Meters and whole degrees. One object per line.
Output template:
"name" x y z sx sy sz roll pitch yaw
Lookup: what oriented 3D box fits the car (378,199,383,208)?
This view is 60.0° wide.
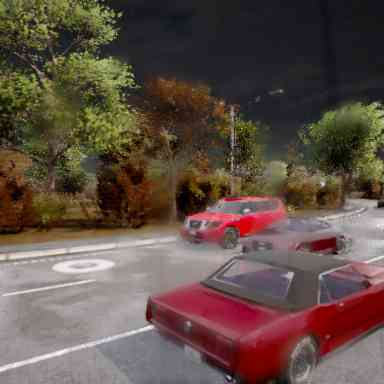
"car" 27.553 1.642 47.275 1.895 1.301 4.718 0 0 28

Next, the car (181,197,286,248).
"car" 2.102 1.254 14.870 5.566 2.045 2.150 0 0 -42

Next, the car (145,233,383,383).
"car" 1.754 1.613 5.257 4.718 1.301 1.895 0 0 -38

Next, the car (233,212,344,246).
"car" 3.663 1.587 11.648 4.181 1.385 1.994 0 0 -41
